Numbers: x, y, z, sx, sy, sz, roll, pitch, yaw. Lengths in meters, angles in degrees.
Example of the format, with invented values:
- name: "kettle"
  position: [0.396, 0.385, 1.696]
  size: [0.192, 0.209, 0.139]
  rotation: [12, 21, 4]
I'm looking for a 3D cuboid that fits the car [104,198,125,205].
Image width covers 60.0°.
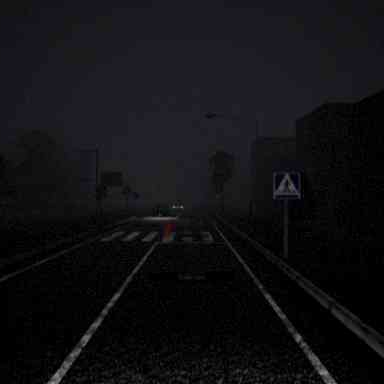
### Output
- name: "car"
  position: [-21.736, 2.864, 91.548]
  size: [5.008, 1.535, 2.097]
  rotation: [0, -1, 0]

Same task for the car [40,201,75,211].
- name: "car"
  position: [-21.862, 2.220, 53.370]
  size: [4.674, 1.452, 2.002]
  rotation: [0, -1, 0]

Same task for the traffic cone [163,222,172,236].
- name: "traffic cone"
  position: [-1.370, 2.063, 17.776]
  size: [0.340, 0.580, 0.340]
  rotation: [0, -1, 0]

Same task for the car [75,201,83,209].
- name: "car"
  position: [-21.849, 2.240, 56.647]
  size: [4.892, 1.521, 2.231]
  rotation: [0, -1, 0]

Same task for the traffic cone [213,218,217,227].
- name: "traffic cone"
  position: [1.635, 2.168, 23.772]
  size: [0.340, 0.580, 0.340]
  rotation: [0, -1, 0]

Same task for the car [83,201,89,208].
- name: "car"
  position: [-21.850, 2.297, 59.920]
  size: [5.008, 1.535, 2.097]
  rotation: [0, -1, 0]

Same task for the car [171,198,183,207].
- name: "car"
  position: [-3.098, 2.612, 77.448]
  size: [2.128, 1.511, 4.902]
  rotation: [0, -1, 0]

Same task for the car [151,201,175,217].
- name: "car"
  position: [-3.298, 1.991, 36.778]
  size: [2.033, 1.411, 5.357]
  rotation: [0, -1, 0]

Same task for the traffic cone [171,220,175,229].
- name: "traffic cone"
  position: [-1.368, 2.096, 19.776]
  size: [0.340, 0.580, 0.340]
  rotation: [0, -1, 0]

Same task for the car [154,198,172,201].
- name: "car"
  position: [-8.647, 2.924, 94.270]
  size: [4.892, 1.521, 2.231]
  rotation: [0, -1, 0]
